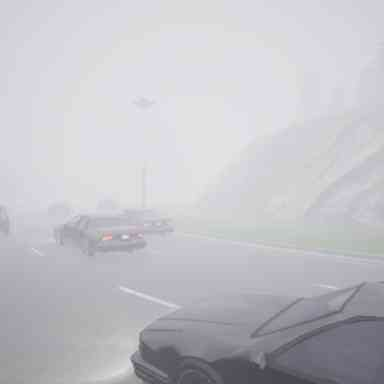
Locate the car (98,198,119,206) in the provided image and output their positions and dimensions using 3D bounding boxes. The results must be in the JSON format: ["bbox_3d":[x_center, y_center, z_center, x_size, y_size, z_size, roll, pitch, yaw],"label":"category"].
[{"bbox_3d":[-10.064,1.505,40.516,1.837,1.490,4.892,0,0,-1],"label":"car"}]

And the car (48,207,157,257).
[{"bbox_3d":[-3.801,1.545,13.067,2.033,1.411,5.357,0,0,-39],"label":"car"}]

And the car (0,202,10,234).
[{"bbox_3d":[-11.289,1.303,18.378,2.097,1.767,4.553,1,0,-30],"label":"car"}]

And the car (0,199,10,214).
[{"bbox_3d":[-20.186,1.472,33.433,1.994,1.385,4.181,1,0,-9],"label":"car"}]

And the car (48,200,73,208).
[{"bbox_3d":[-12.736,1.491,32.393,1.812,1.442,4.674,0,0,-12],"label":"car"}]

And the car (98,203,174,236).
[{"bbox_3d":[-2.976,1.560,17.750,2.033,1.411,5.357,0,0,-35],"label":"car"}]

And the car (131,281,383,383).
[{"bbox_3d":[1.915,1.570,2.766,5.357,1.411,2.033,0,0,37],"label":"car"}]
